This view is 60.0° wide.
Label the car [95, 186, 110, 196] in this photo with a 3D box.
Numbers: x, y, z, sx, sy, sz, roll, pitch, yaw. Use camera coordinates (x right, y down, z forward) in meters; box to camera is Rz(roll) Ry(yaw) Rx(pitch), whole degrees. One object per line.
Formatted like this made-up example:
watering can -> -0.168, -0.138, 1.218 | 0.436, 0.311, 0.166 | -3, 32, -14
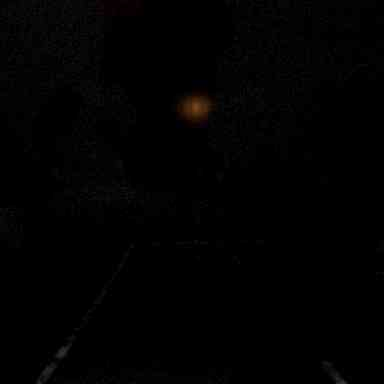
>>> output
car -> -14.382, -0.162, 53.641 | 1.812, 1.442, 4.674 | -1, 2, -19
